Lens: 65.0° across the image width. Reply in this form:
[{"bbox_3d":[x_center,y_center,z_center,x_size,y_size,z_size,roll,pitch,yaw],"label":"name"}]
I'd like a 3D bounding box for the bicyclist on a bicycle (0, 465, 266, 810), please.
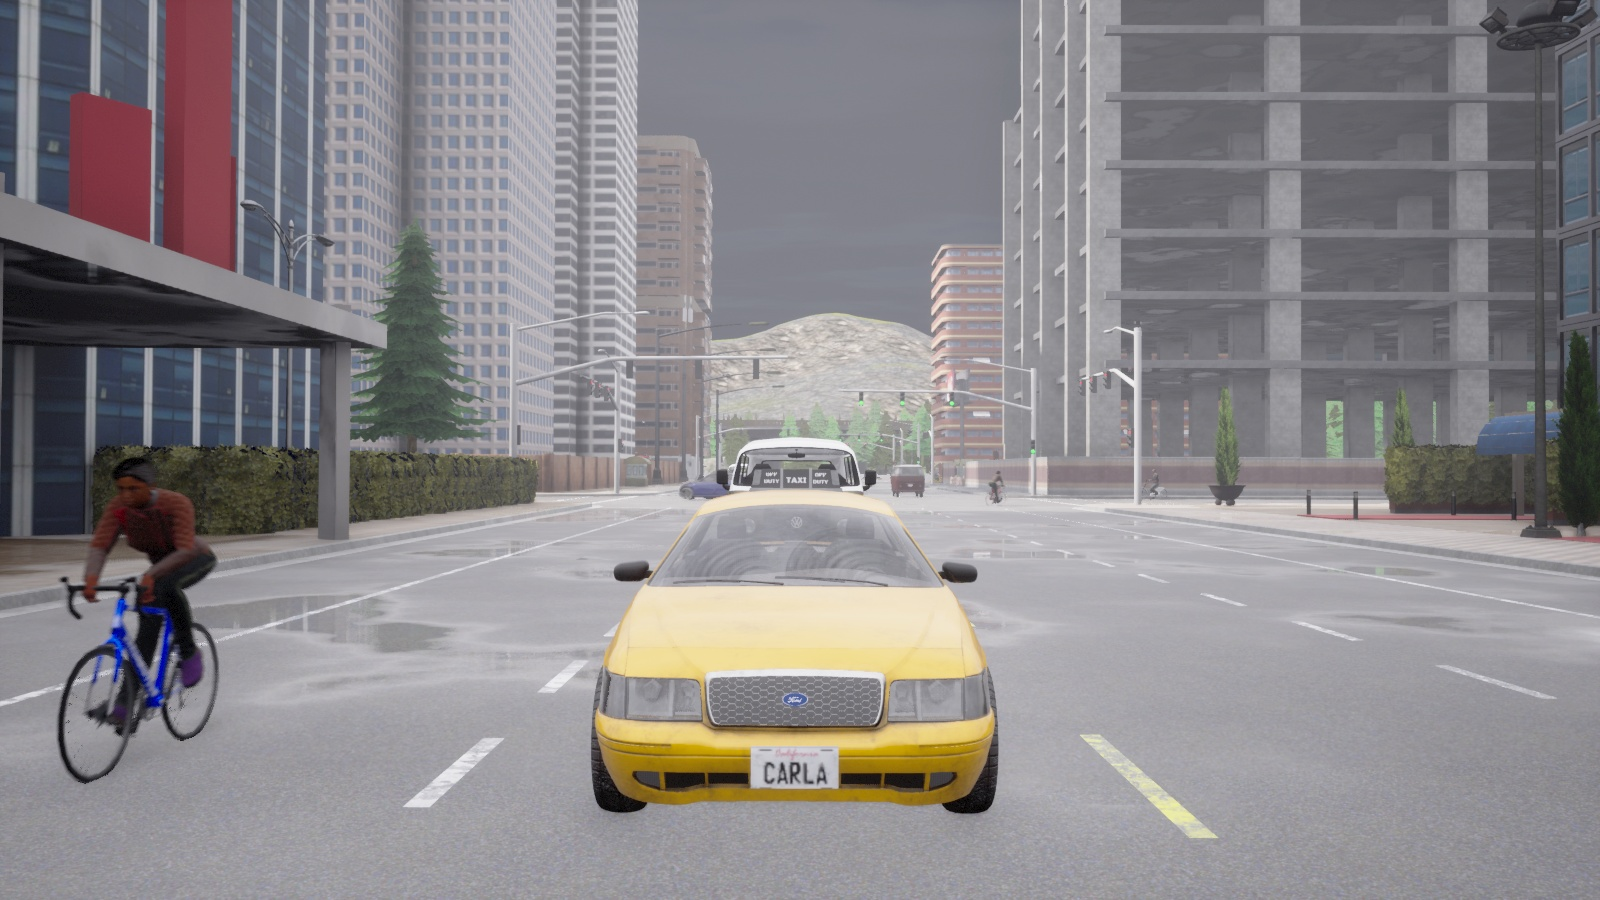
[{"bbox_3d":[-3.517,0.895,6.757,0.582,1.620,1.656,0,-1,0],"label":"bicyclist on a bicycle"}]

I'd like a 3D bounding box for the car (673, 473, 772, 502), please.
[{"bbox_3d":[-4.029,1.923,65.213,4.792,1.488,2.163,-1,-1,34],"label":"car"}]

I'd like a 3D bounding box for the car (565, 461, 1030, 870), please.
[{"bbox_3d":[-0.019,0.880,7.560,1.801,1.575,5.366,0,-1,0],"label":"car"}]

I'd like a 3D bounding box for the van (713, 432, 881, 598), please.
[{"bbox_3d":[-0.046,0.836,17.761,2.069,2.038,4.480,0,-1,0],"label":"van"}]

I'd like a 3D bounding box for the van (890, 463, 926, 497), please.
[{"bbox_3d":[6.591,1.835,77.224,1.775,1.987,4.442,0,-1,0],"label":"van"}]
